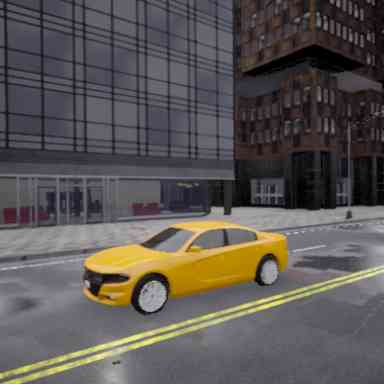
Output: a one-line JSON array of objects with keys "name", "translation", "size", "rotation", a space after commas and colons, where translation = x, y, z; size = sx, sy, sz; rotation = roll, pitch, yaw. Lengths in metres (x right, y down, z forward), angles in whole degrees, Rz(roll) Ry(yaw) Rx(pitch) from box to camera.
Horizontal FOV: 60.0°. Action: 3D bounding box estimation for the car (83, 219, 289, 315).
[{"name": "car", "translation": [0.088, 1.444, 7.679], "size": [5.008, 1.535, 1.882], "rotation": [0, 0, -35]}]
